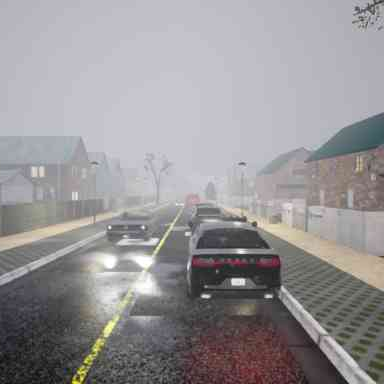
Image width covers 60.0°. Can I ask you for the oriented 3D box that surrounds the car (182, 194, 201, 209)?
[{"bbox_3d":[0.121,1.281,46.803,2.150,2.045,5.566,0,0,1],"label":"car"}]

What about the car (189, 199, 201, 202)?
[{"bbox_3d":[0.869,1.519,24.490,1.837,1.490,4.892,0,0,0],"label":"car"}]

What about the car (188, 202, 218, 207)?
[{"bbox_3d":[0.859,1.512,18.489,1.837,1.490,4.892,0,0,0],"label":"car"}]

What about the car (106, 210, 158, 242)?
[{"bbox_3d":[-2.821,1.604,16.474,1.895,1.301,4.718,0,0,0],"label":"car"}]

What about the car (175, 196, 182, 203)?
[{"bbox_3d":[-2.618,1.645,71.258,2.128,1.511,4.902,0,0,0],"label":"car"}]

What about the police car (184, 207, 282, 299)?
[{"bbox_3d":[0.840,1.424,8.598,1.930,1.638,5.238,0,0,0],"label":"police car"}]

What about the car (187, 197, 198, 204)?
[{"bbox_3d":[0.121,1.677,66.029,2.033,1.411,5.357,0,0,0],"label":"car"}]
